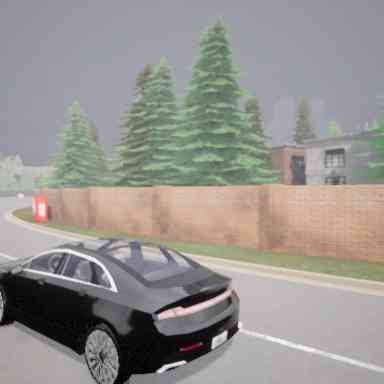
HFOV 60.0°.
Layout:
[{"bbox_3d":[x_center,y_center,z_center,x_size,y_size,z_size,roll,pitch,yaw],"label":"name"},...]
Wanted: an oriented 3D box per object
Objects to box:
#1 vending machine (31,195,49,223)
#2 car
[{"bbox_3d":[-11.823,1.291,25.894,1.100,2.100,0.880,0,0,-36],"label":"vending machine"},{"bbox_3d":[-1.572,1.514,5.405,4.902,1.511,2.128,0,0,39],"label":"car"}]
